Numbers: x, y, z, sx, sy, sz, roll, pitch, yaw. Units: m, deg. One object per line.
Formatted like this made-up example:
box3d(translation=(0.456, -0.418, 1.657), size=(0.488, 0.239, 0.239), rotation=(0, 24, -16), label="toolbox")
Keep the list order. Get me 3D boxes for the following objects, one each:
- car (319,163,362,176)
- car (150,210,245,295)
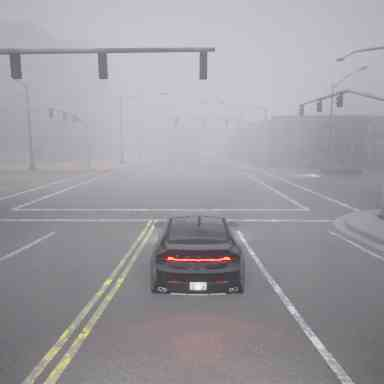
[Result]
box3d(translation=(15.872, -2.447, 35.623), size=(4.181, 1.385, 1.994), rotation=(0, 8, 0), label="car")
box3d(translation=(0.113, 1.200, 8.106), size=(1.837, 1.490, 4.892), rotation=(0, 4, 0), label="car")
